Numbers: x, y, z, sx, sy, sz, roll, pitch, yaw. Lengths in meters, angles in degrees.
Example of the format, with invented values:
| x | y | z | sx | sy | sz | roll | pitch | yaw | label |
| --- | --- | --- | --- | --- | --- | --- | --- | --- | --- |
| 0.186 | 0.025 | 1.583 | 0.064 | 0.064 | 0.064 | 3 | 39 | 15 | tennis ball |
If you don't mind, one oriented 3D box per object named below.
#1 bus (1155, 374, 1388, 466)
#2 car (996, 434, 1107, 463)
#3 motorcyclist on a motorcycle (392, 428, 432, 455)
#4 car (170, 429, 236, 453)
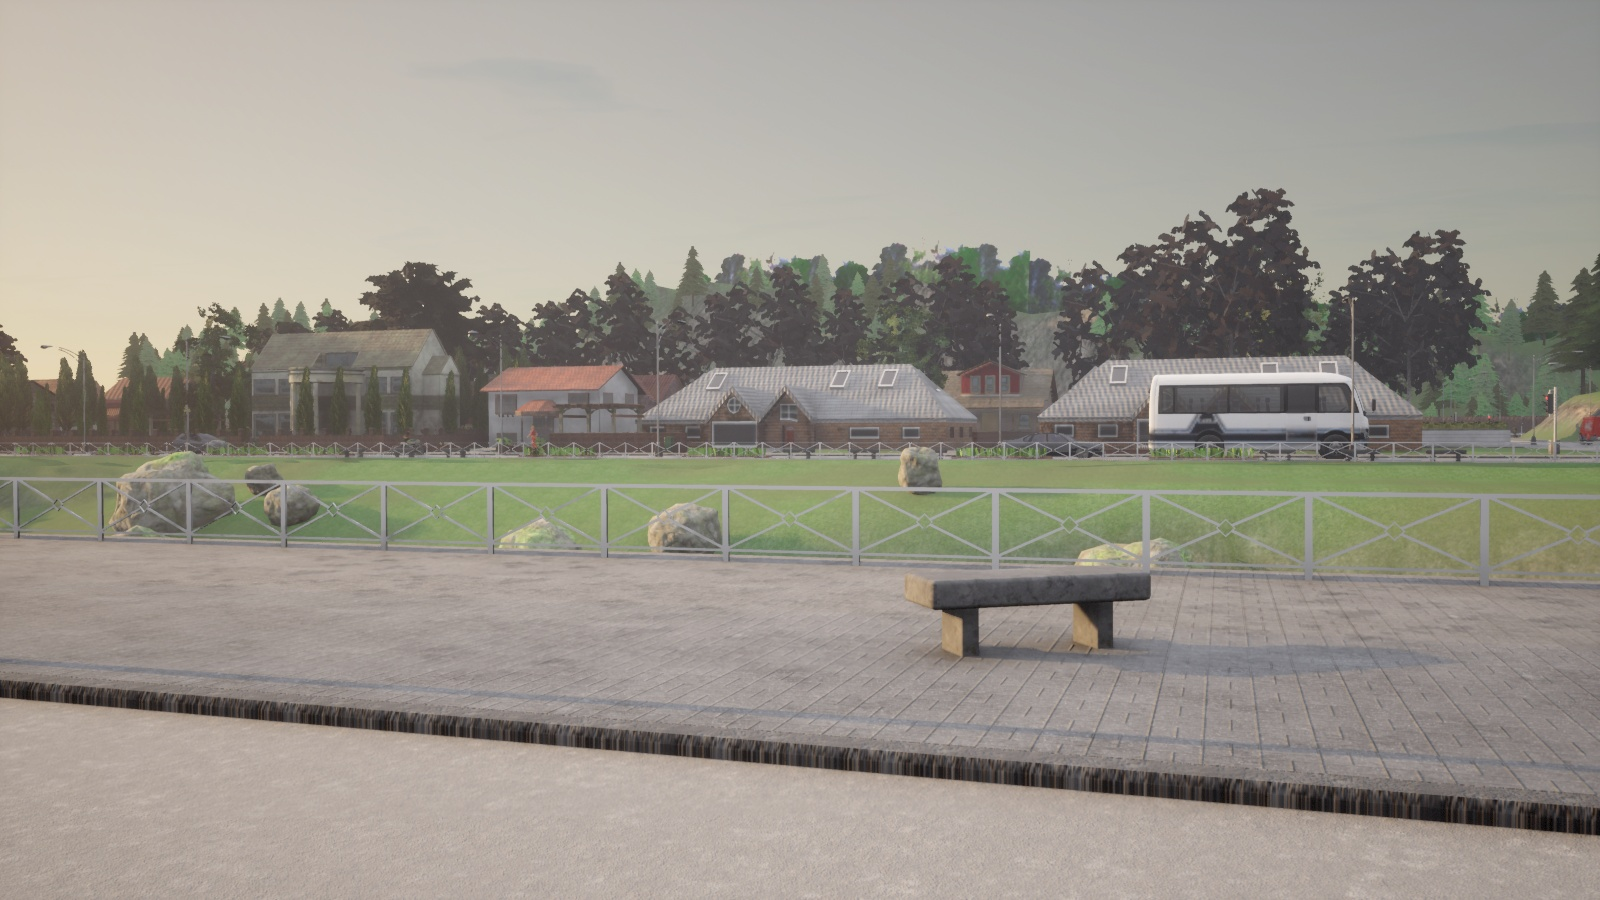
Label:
| x | y | z | sx | sy | sz | roll | pitch | yaw | label |
| --- | --- | --- | --- | --- | --- | --- | --- | --- | --- |
| 22.714 | -1.443 | 61.097 | 10.273 | 4.253 | 3.944 | 1 | 1 | 19 | bus |
| 12.919 | -0.109 | 64.415 | 5.357 | 1.411 | 2.033 | 1 | 1 | 19 | car |
| -23.732 | -0.541 | 76.748 | 2.350 | 1.649 | 0.766 | 1 | 1 | 19 | motorcyclist on a motorcycle |
| -38.884 | -0.616 | 81.849 | 3.633 | 1.501 | 1.845 | 1 | 1 | 19 | car |
